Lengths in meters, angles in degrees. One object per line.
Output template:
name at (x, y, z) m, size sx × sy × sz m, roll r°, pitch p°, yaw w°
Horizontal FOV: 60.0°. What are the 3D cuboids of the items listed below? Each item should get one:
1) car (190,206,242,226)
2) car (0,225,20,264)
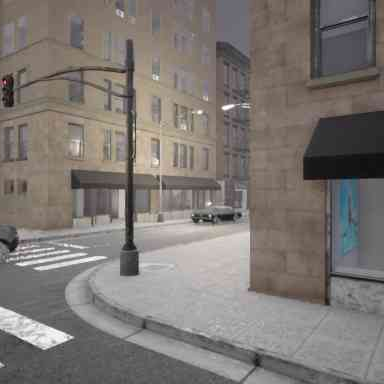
car at (1.897, 1.742, 25.138) m, size 1.895 × 1.301 × 4.718 m, roll 0°, pitch 0°, yaw 35°
car at (-7.369, 1.523, 9.474) m, size 2.128 × 1.511 × 4.902 m, roll 0°, pitch -1°, yaw 20°
